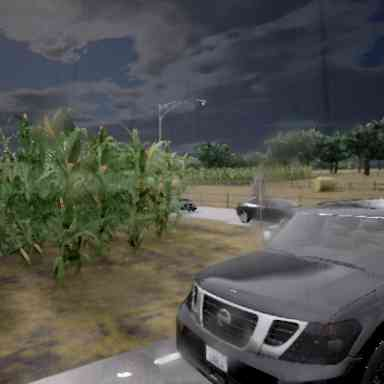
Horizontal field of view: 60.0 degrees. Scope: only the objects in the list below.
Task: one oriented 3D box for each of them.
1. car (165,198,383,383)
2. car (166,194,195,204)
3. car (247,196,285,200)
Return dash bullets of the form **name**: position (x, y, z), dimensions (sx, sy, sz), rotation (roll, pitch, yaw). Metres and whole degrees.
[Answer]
- **car**: position (2.476, 1.150, 4.702), dimensions (5.566, 2.045, 2.150), rotation (-1, 1, -35)
- **car**: position (-1.374, 0.846, 26.297), dimensions (1.994, 1.385, 4.181), rotation (-2, 2, -35)
- **car**: position (4.401, 0.988, 17.790), dimensions (1.837, 1.490, 4.892), rotation (-2, 2, -33)
